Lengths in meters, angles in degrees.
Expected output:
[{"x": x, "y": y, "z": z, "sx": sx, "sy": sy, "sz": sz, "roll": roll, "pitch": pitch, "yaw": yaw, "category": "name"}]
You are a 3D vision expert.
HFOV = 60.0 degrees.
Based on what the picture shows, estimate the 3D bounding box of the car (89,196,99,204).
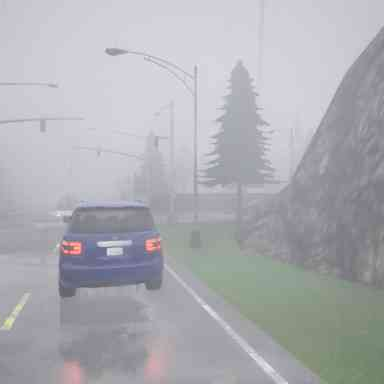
[{"x": -19.029, "y": 1.526, "z": 64.602, "sx": 1.812, "sy": 1.442, "sz": 4.674, "roll": 0, "pitch": 0, "yaw": -17, "category": "car"}]

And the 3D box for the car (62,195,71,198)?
[{"x": -16.252, "y": 1.492, "z": 42.885, "sx": 2.128, "sy": 1.511, "sz": 4.902, "roll": 0, "pitch": 0, "yaw": -17, "category": "car"}]

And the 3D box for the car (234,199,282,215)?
[{"x": 6.623, "y": 1.505, "z": 33.222, "sx": 4.892, "sy": 1.490, "sz": 1.837, "roll": 0, "pitch": 0, "yaw": -18, "category": "car"}]

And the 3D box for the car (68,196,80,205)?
[{"x": -21.980, "y": 1.564, "z": 62.130, "sx": 1.994, "sy": 1.385, "sz": 4.181, "roll": 0, "pitch": 0, "yaw": -16, "category": "car"}]

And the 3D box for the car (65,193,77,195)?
[{"x": -19.119, "y": 1.221, "z": 52.437, "sx": 2.150, "sy": 2.045, "sz": 5.566, "roll": 0, "pitch": 0, "yaw": -17, "category": "car"}]

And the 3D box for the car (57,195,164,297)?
[{"x": -2.214, "y": 1.221, "z": 8.890, "sx": 2.150, "sy": 2.045, "sz": 5.566, "roll": 0, "pitch": 0, "yaw": -16, "category": "car"}]

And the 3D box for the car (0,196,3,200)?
[{"x": -36.278, "y": 1.374, "z": 61.347, "sx": 1.845, "sy": 1.501, "sz": 3.633, "roll": 0, "pitch": 0, "yaw": -16, "category": "car"}]
